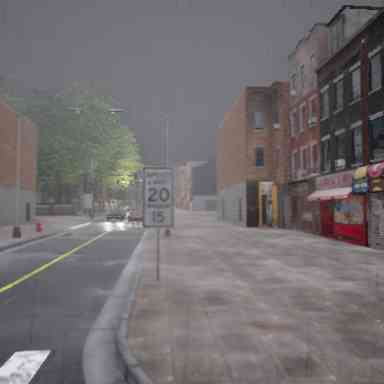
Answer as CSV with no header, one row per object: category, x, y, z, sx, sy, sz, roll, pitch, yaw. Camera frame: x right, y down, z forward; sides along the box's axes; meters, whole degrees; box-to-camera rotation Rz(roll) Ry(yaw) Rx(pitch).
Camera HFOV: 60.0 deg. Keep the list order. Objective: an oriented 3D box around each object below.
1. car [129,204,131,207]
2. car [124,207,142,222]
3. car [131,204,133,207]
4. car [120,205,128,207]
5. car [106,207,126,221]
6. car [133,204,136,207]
car,-15.104,3.813,73.238,2.008,1.369,4.403,1,-2,-6
car,-6.145,2.689,37.726,1.994,1.385,4.181,0,-2,-5
car,-15.663,4.006,78.656,1.947,1.339,4.313,1,-2,-6
car,-14.400,3.582,66.141,2.008,1.369,4.403,1,-2,-6
car,-9.175,2.809,40.344,1.895,1.301,4.718,0,-2,-5
car,-16.781,4.385,89.492,1.802,1.307,4.206,1,-2,-6
